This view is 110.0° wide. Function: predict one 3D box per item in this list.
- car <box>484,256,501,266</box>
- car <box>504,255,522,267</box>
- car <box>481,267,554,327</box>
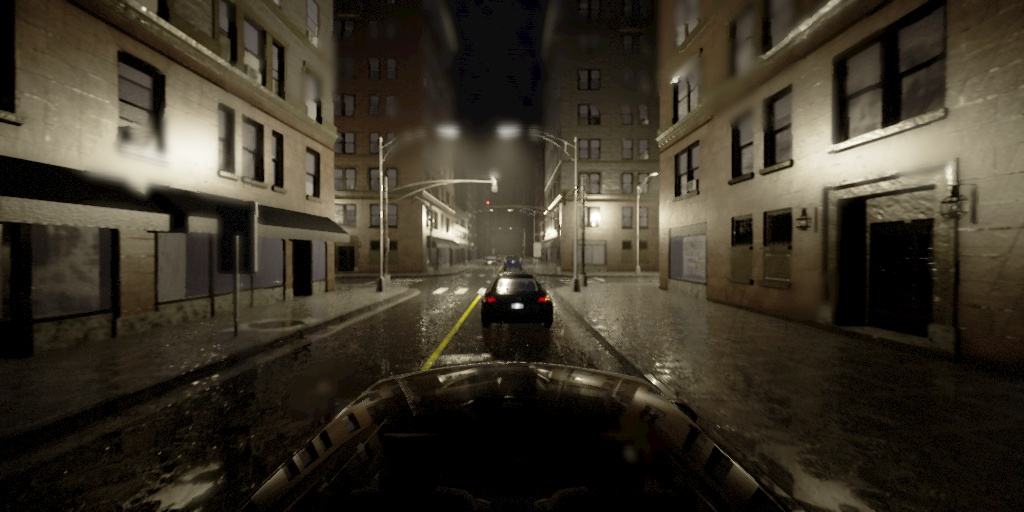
[{"bbox_3d":[-3.065,0.731,52.814,2.128,1.511,4.902,0,0,0],"label":"car"},{"bbox_3d":[0.103,0.691,42.958,2.097,1.767,4.553,0,1,0],"label":"car"},{"bbox_3d":[0.114,1.221,11.089,1.994,1.385,4.181,0,1,-1],"label":"car"}]
